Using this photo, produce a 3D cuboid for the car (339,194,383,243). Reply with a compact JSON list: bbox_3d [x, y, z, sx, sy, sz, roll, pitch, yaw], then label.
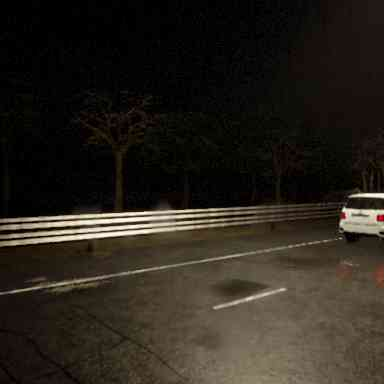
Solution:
[{"bbox_3d":[8.549,1.084,14.139,5.566,2.045,2.150,-1,0,-35],"label":"car"}]
